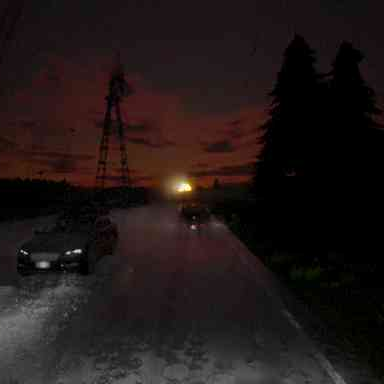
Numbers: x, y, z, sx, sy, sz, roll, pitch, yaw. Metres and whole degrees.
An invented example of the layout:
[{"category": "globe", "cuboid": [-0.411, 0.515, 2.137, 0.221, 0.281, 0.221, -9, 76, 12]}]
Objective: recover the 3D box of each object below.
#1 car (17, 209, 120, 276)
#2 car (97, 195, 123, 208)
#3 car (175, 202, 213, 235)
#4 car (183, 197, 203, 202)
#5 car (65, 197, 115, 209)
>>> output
[{"category": "car", "cuboid": [-3.588, 1.499, 10.479, 2.128, 1.511, 4.902, 0, 0, 0]}, {"category": "car", "cuboid": [-11.892, 1.389, 47.365, 3.866, 1.878, 1.905, 0, 0, -31]}, {"category": "car", "cuboid": [0.102, 1.517, 18.729, 1.837, 1.490, 4.892, 0, 0, 0]}, {"category": "car", "cuboid": [0.105, 1.377, 36.632, 2.097, 1.767, 4.553, 0, 0, 0]}, {"category": "car", "cuboid": [-9.539, 1.504, 30.518, 3.988, 1.617, 1.851, 0, 0, -1]}]
